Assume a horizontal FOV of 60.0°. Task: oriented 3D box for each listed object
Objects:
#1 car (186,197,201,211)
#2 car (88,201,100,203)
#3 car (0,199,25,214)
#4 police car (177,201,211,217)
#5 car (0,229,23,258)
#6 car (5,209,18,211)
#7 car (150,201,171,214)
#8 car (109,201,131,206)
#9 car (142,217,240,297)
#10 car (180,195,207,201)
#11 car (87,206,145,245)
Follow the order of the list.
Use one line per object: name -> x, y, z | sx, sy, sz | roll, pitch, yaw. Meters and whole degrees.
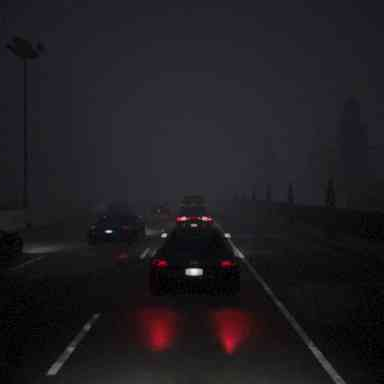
car -> 0.140, 1.523, 42.576 | 1.801, 1.575, 5.366 | 0, 0, 0
car -> -17.561, 1.645, 61.339 | 2.033, 1.411, 5.357 | 0, 0, -1
car -> -21.065, 1.552, 37.409 | 2.128, 1.511, 4.902 | 0, 0, 0
police car -> 0.118, 1.539, 19.240 | 2.038, 1.542, 4.974 | 0, 0, 0
car -> -6.893, 1.541, 9.838 | 1.812, 1.442, 4.674 | 0, 0, 0
car -> -14.080, 1.584, 22.801 | 2.033, 1.411, 5.357 | 0, 0, 0
car -> -3.366, 1.659, 36.597 | 1.895, 1.301, 4.718 | 0, 0, 0
car -> -6.871, 1.576, 31.471 | 1.812, 1.442, 4.674 | 0, 0, 0
car -> 0.095, 1.578, 8.692 | 1.994, 1.385, 4.181 | 0, 0, 1
car -> 0.130, 1.271, 29.619 | 2.150, 2.045, 5.566 | 0, 0, 1
car -> -3.387, 1.589, 15.559 | 1.994, 1.385, 4.181 | 0, 0, 0
